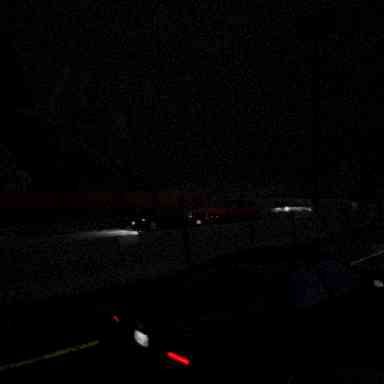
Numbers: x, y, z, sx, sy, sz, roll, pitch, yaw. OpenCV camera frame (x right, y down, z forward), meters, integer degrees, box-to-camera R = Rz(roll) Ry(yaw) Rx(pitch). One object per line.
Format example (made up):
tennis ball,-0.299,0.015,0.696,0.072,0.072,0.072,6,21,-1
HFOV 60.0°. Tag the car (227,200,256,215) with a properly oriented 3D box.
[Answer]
car,5.773,1.714,37.984,1.837,1.490,4.892,0,0,27

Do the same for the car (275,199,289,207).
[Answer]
car,15.932,1.950,59.070,1.895,1.301,4.718,0,0,8

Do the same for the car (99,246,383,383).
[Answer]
car,1.403,1.578,5.043,5.357,1.411,2.033,0,0,-40

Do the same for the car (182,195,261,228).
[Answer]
car,2.200,1.332,20.598,2.150,2.045,5.566,0,0,41

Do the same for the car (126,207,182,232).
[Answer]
car,-2.108,1.663,21.198,1.994,1.385,4.181,0,0,43

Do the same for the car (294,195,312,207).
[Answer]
car,19.336,1.577,58.076,2.150,2.045,5.566,0,0,8

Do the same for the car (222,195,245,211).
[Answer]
car,5.979,1.477,47.064,2.150,2.045,5.566,0,0,19
